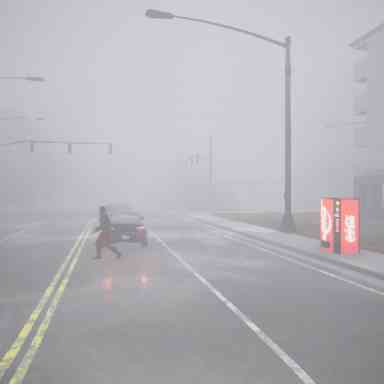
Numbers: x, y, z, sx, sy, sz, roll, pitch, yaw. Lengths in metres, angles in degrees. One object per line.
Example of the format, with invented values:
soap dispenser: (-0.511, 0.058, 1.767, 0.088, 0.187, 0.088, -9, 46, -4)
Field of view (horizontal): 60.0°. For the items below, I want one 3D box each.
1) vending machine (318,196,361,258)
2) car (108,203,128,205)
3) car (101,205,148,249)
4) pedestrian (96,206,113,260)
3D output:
vending machine: (5.230, 1.195, 11.823, 1.100, 2.100, 0.880, 0, 0, -14)
car: (-5.250, 1.478, 23.414, 1.882, 1.535, 5.008, 0, 0, -14)
car: (-3.027, 1.526, 14.638, 1.812, 1.442, 4.674, 0, 0, -14)
pedestrian: (-2.848, 1.294, 10.838, 0.375, 1.860, 0.375, 0, 0, -14)
